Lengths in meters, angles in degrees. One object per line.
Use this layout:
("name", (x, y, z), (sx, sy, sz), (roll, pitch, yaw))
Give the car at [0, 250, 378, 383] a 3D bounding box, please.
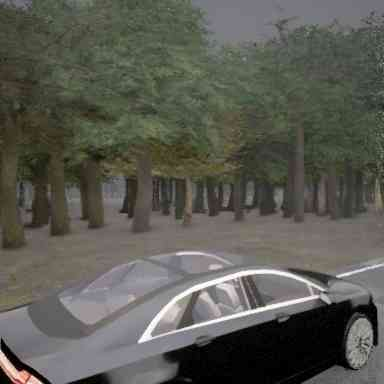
("car", (0.366, 1.485, 4.007), (4.902, 1.511, 2.128), (0, 0, -36))
